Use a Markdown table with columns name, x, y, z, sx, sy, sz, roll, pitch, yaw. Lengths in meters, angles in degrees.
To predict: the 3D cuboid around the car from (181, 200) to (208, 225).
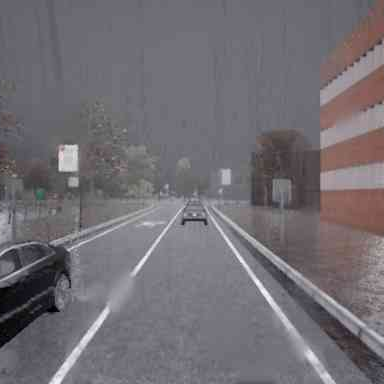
| name | x | y | z | sx | sy | sz | roll | pitch | yaw |
| --- | --- | --- | --- | --- | --- | --- | --- | --- | --- |
| car | 0.182 | 1.559 | 24.449 | 2.033 | 1.411 | 5.357 | 0 | 0 | 0 |

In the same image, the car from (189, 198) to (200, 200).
| name | x | y | z | sx | sy | sz | roll | pitch | yaw |
| --- | --- | --- | --- | --- | --- | --- | --- | --- | --- |
| car | 0.310 | 1.488 | 40.956 | 2.128 | 1.511 | 4.902 | 0 | 0 | 1 |

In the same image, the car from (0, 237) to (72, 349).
| name | x | y | z | sx | sy | sz | roll | pitch | yaw |
| --- | --- | --- | --- | --- | --- | --- | --- | --- | --- |
| car | -3.342 | 1.501 | 4.865 | 2.128 | 1.511 | 4.902 | 0 | 0 | 0 |
